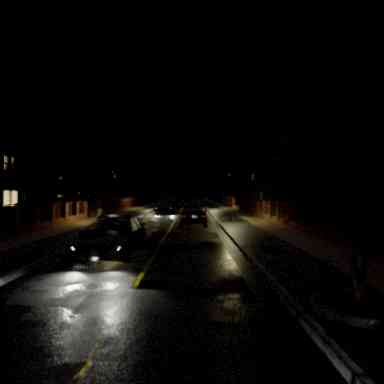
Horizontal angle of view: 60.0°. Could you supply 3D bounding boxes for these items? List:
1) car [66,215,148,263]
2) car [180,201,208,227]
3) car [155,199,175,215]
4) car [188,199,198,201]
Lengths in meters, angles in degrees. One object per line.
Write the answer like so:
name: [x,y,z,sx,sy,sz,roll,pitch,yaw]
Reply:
car: [-2.810,1.563,12.312,2.033,1.411,5.357,0,0,0]
car: [0.106,1.582,23.000,2.033,1.411,5.357,0,0,0]
car: [-2.835,1.542,35.502,1.882,1.535,5.008,0,0,0]
car: [0.113,1.634,43.342,2.033,1.411,5.357,0,0,0]
